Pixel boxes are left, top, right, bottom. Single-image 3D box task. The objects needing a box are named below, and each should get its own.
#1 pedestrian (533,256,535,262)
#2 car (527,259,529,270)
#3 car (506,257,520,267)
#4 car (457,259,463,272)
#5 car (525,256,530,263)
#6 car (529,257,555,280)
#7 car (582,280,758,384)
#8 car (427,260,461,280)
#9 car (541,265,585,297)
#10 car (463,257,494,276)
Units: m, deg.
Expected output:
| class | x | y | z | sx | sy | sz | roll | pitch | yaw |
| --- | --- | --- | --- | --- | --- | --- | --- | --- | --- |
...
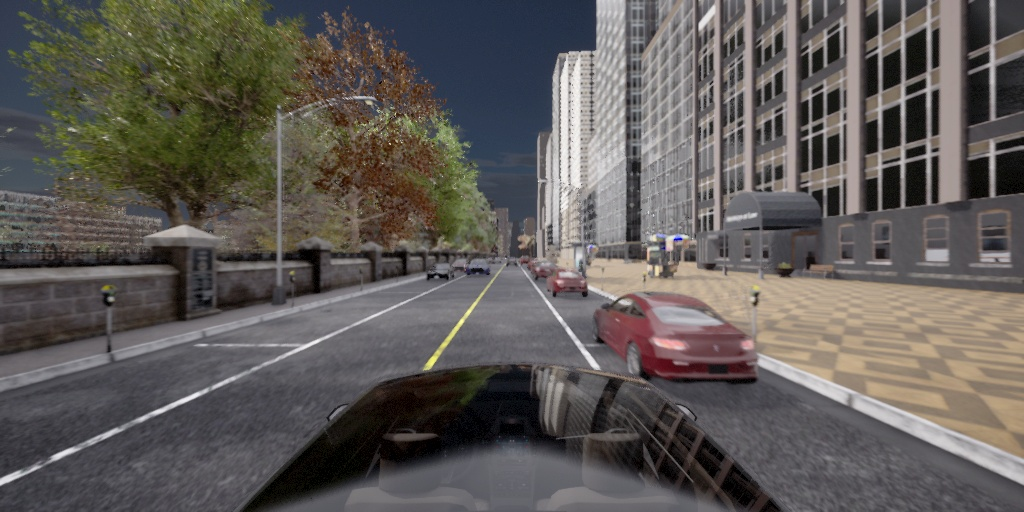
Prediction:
| class | x | y | z | sx | sy | sz | roll | pitch | yaw |
| --- | --- | --- | --- | --- | --- | --- | --- | --- | --- |
| pedestrian | 2.987 | 0.885 | 49.718 | 0.375 | 1.860 | 0.375 | 0 | 0 | -3 |
| car | 2.679 | 1.211 | 34.907 | 1.802 | 1.307 | 4.207 | 0 | 0 | 0 |
| car | -0.016 | 1.090 | 61.122 | 1.812 | 1.442 | 4.674 | 0 | 0 | 0 |
| car | -5.703 | 1.053 | 40.536 | 1.967 | 1.591 | 4.097 | 0 | 0 | 0 |
| car | 2.987 | 1.124 | 46.881 | 1.812 | 1.442 | 4.674 | 0 | 0 | 0 |
| car | 2.681 | 1.087 | 29.276 | 1.967 | 1.591 | 4.097 | 0 | 0 | 0 |
| car | 2.687 | 1.313 | 6.746 | 1.802 | 1.307 | 4.207 | 0 | 0 | 0 |
| car | -5.699 | 1.213 | 29.273 | 1.948 | 1.339 | 4.313 | 0 | 0 | 0 |
| car | 2.684 | 1.271 | 18.011 | 1.802 | 1.307 | 4.207 | 0 | 0 | 0 |
| car | -3.102 | 0.983 | 34.289 | 2.097 | 1.767 | 4.553 | 0 | 0 | 0 |
